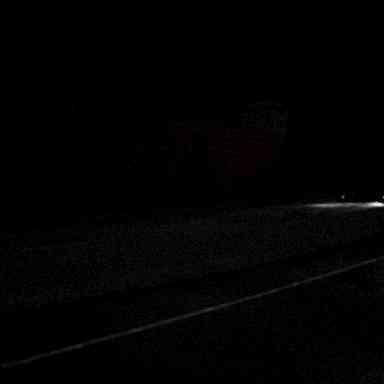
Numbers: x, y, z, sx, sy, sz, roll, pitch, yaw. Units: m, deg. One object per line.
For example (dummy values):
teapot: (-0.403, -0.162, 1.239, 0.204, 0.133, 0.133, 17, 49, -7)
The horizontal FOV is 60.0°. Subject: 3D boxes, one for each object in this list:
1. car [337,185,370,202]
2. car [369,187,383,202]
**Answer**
car: (16.211, 0.096, 32.733, 4.902, 1.511, 2.128, -4, 2, -35)
car: (18.201, 0.172, 29.853, 4.181, 1.385, 1.994, -4, 2, -35)
